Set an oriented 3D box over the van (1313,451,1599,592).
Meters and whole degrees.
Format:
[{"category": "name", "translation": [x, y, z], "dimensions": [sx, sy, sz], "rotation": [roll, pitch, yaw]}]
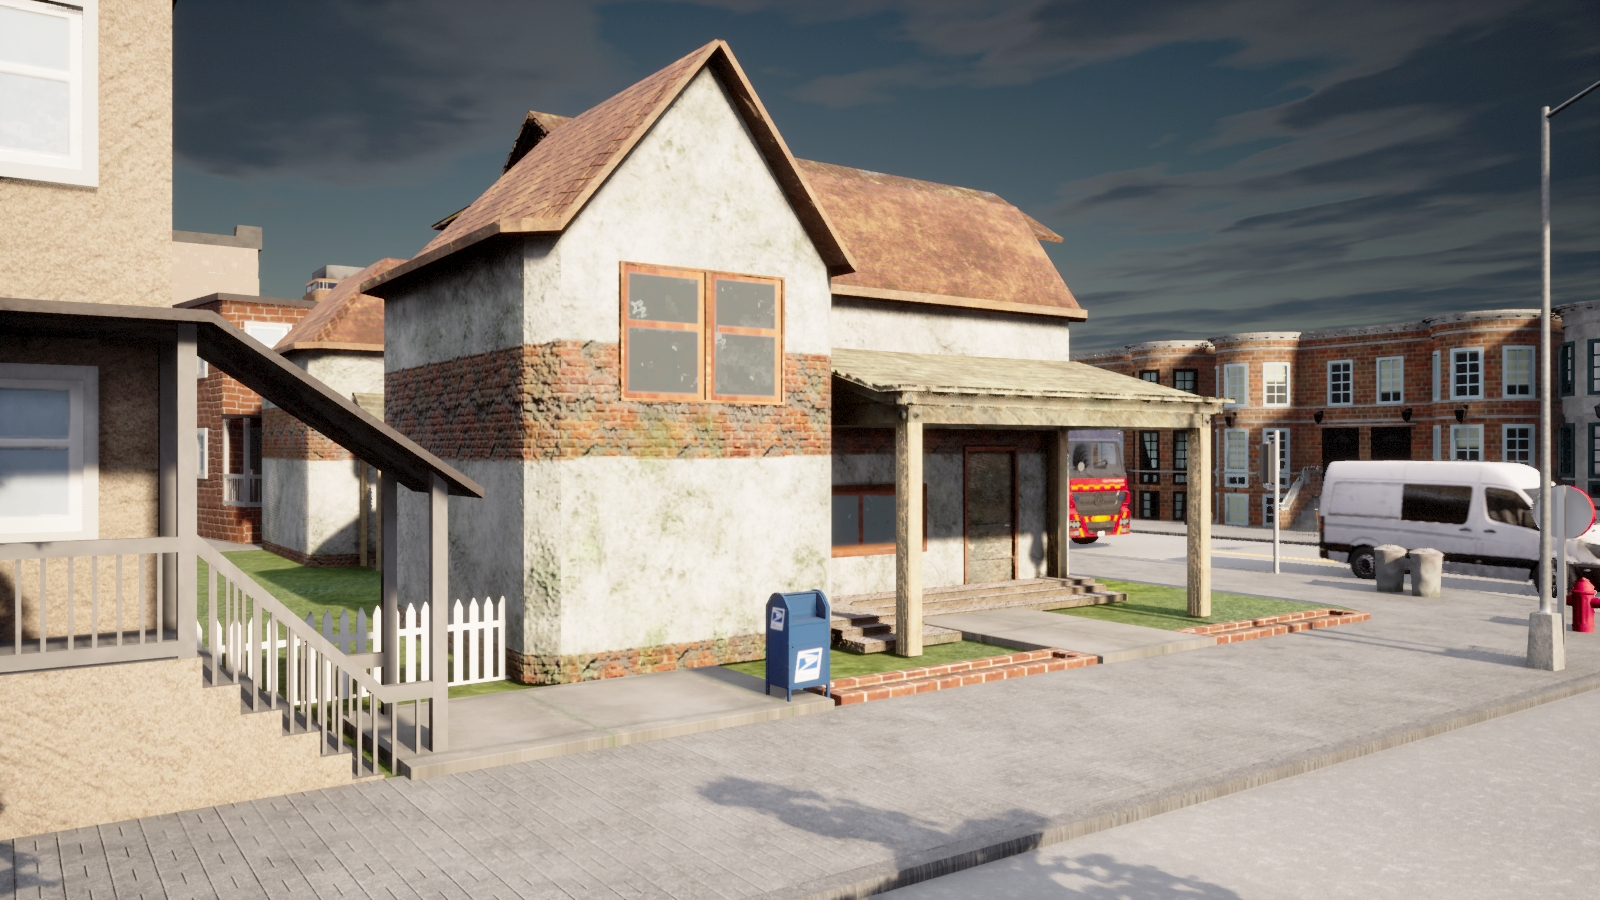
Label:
[{"category": "van", "translation": [13.947, 1.304, 23.664], "dimensions": [1.988, 2.561, 5.915], "rotation": [0, 0, -33]}]
